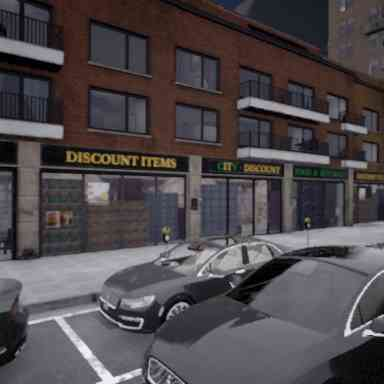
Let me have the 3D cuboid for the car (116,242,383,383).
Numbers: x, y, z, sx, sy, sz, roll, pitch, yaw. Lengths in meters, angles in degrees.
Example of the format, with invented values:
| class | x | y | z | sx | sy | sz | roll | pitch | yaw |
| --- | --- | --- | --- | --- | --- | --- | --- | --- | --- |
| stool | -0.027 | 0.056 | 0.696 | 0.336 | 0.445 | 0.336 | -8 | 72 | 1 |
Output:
| class | x | y | z | sx | sy | sz | roll | pitch | yaw |
| --- | --- | --- | --- | --- | --- | --- | --- | --- | --- |
| car | 1.750 | 1.522 | 4.192 | 4.892 | 1.490 | 1.837 | 0 | 0 | -35 |

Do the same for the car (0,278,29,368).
| class | x | y | z | sx | sy | sz | roll | pitch | yaw |
| --- | --- | --- | --- | --- | --- | --- | --- | --- | --- |
| car | -4.065 | 1.543 | 3.290 | 4.403 | 1.369 | 2.008 | 0 | 0 | -35 |

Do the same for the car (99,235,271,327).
| class | x | y | z | sx | sy | sz | roll | pitch | yaw |
| --- | --- | --- | --- | --- | --- | --- | --- | --- | --- |
| car | 0.431 | 1.570 | 6.491 | 4.403 | 1.369 | 2.008 | 0 | 0 | -35 |
